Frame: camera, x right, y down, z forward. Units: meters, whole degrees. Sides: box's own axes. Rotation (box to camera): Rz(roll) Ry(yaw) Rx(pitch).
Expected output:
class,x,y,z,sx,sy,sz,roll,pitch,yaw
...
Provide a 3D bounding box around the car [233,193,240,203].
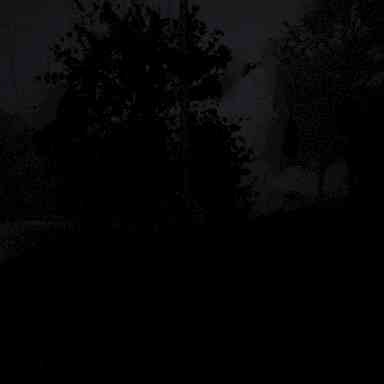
class,x,y,z,sx,sy,sz,roll,pitch,yaw
car,4.747,0.942,45.209,1.837,1.490,4.892,-1,2,39

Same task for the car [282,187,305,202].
class,x,y,z,sx,sy,sz,roll,pitch,yaw
car,13.817,0.571,45.287,1.837,1.490,4.892,-1,2,38

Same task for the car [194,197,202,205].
class,x,y,z,sx,sy,sz,roll,pitch,yaw
car,1.252,1.069,46.434,1.812,1.442,4.674,-1,2,39

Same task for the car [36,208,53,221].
class,x,y,z,sx,sy,sz,roll,pitch,yaw
car,-11.720,1.830,30.012,1.994,1.385,4.181,-1,0,38

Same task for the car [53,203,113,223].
class,x,y,z,sx,sy,sz,roll,pitch,yaw
car,-8.760,1.719,28.113,1.837,1.490,4.892,-1,1,38
